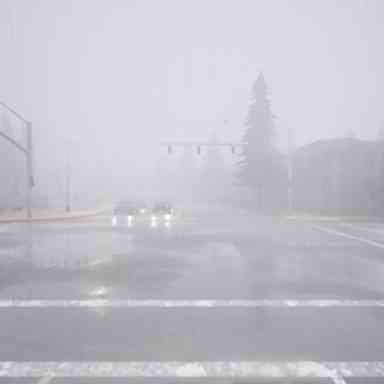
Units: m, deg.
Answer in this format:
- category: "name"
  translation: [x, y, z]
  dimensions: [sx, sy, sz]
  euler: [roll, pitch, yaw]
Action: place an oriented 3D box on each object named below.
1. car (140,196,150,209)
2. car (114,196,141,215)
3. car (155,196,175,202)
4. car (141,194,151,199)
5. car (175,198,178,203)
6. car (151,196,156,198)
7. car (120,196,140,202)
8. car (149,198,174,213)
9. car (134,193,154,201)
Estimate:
- category: "car"
  translation: [-7.121, 1.563, 44.557]
  dimensions: [1.994, 1.385, 4.181]
  euler: [0, 0, -4]
- category: "car"
  translation: [-6.764, 1.504, 34.306]
  dimensions: [1.837, 1.490, 4.892]
  euler: [0, 0, -1]
- category: "car"
  translation: [-3.777, 1.476, 46.555]
  dimensions: [1.882, 1.535, 5.008]
  euler: [0, 0, -7]
- category: "car"
  translation: [-10.823, 1.546, 66.521]
  dimensions: [2.033, 1.411, 5.357]
  euler: [0, 0, -33]
- category: "car"
  translation: [-4.950, 1.593, 70.388]
  dimensions: [1.895, 1.301, 4.718]
  euler: [0, 0, -35]
- category: "car"
  translation: [-7.618, 1.476, 68.089]
  dimensions: [1.882, 1.535, 5.008]
  euler: [0, 0, -35]
- category: "car"
  translation: [-14.173, 1.486, 75.950]
  dimensions: [4.718, 1.301, 1.895]
  euler: [0, 0, 43]
- category: "car"
  translation: [-3.277, 1.600, 36.854]
  dimensions: [1.895, 1.301, 4.718]
  euler: [0, 0, -1]
- category: "car"
  translation: [-11.333, 1.204, 78.077]
  dimensions: [4.553, 1.767, 2.097]
  euler: [0, 0, 43]
